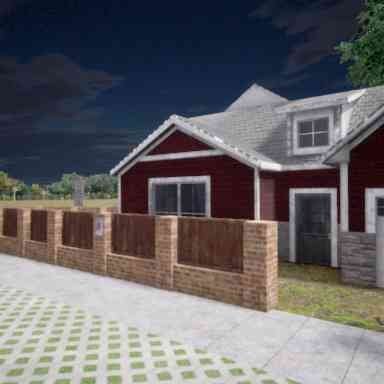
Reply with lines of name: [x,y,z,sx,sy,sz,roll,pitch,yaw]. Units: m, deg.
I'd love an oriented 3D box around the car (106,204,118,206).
car: [-7.028,1.828,30.103,2.033,1.411,5.357,-1,-1,35]
